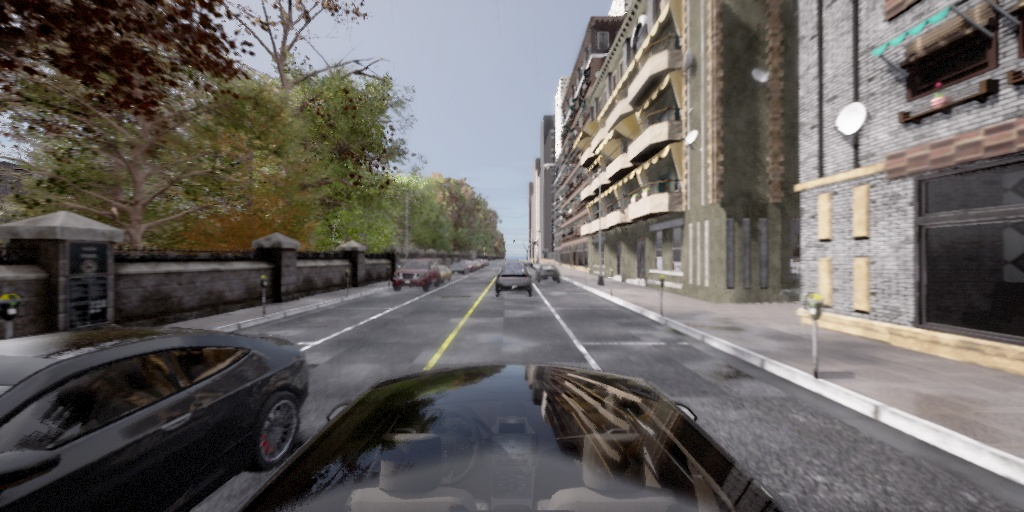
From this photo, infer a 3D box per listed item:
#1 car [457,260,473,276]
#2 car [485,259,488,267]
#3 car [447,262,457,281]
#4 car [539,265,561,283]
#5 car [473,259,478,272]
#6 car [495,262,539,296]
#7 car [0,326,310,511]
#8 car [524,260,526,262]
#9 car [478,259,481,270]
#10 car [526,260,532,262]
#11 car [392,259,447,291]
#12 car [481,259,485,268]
[{"bbox_3d":[-5.679,1.352,38.631,1.948,1.339,4.313,0,0,0],"label":"car"},{"bbox_3d":[-5.673,1.257,60.786,1.967,1.591,4.097,0,0,0],"label":"car"},{"bbox_3d":[-5.683,1.299,27.383,1.751,1.417,4.829,0,0,0],"label":"car"},{"bbox_3d":[2.697,1.324,27.553,2.007,1.370,4.403,0,0,0],"label":"car"},{"bbox_3d":[-5.678,1.233,44.169,1.967,1.591,4.097,0,0,0],"label":"car"},{"bbox_3d":[0.106,1.256,19.246,2.128,1.511,4.902,0,0,0],"label":"car"},{"bbox_3d":[-3.112,1.276,2.132,1.812,1.442,4.674,0,0,0],"label":"car"},{"bbox_3d":[0.110,1.331,36.548,2.033,1.411,5.357,0,0,0],"label":"car"},{"bbox_3d":[-5.676,1.383,49.708,1.802,1.307,4.207,0,0,0],"label":"car"},{"bbox_3d":[2.708,1.367,60.785,2.007,1.370,4.403,0,0,0],"label":"car"},{"bbox_3d":[-5.685,1.083,22.015,2.192,1.841,5.009,0,0,0],"label":"car"},{"bbox_3d":[-5.674,1.334,55.077,1.751,1.417,4.829,0,0,0],"label":"car"}]
